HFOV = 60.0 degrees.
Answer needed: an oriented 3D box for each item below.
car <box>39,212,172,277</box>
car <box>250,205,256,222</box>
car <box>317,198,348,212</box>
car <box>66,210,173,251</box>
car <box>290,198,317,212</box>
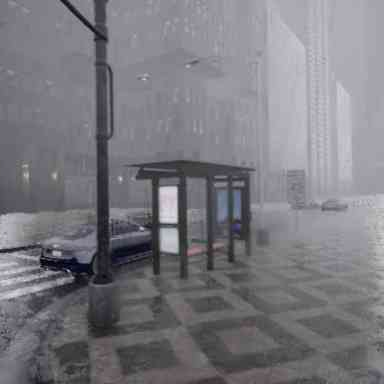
[{"bbox_3d":[-2.448,1.539,10.255,1.994,1.385,4.181,-2,-1,30],"label":"car"},{"bbox_3d":[2.795,1.454,23.427,2.128,1.511,4.902,-1,0,36],"label":"car"},{"bbox_3d":[15.187,1.364,35.345,1.994,1.385,4.181,-1,0,35],"label":"car"},{"bbox_3d":[-3.085,1.622,15.162,1.895,1.301,4.718,-1,0,35],"label":"car"},{"bbox_3d":[12.669,1.411,37.279,2.033,1.411,5.357,-1,-1,36],"label":"car"}]
